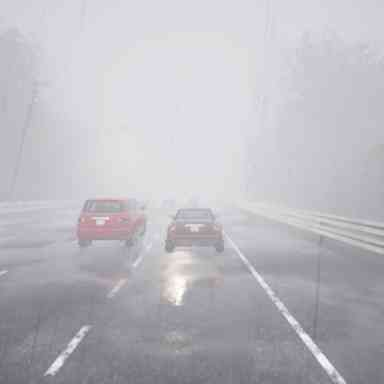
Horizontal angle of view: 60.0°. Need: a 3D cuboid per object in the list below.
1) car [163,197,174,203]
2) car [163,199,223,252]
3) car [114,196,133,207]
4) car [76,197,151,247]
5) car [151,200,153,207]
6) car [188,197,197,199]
[{"bbox_3d":[-3.405,1.498,50.590,1.837,1.490,4.892,0,0,0],"label":"car"},{"bbox_3d":[0.098,1.348,14.019,2.097,1.767,4.553,0,0,0],"label":"car"},{"bbox_3d":[-10.406,1.468,50.762,1.882,1.535,5.008,0,0,0],"label":"car"},{"bbox_3d":[-3.403,1.219,15.044,2.150,2.045,5.566,0,0,0],"label":"car"},{"bbox_3d":[-6.904,1.539,48.977,2.033,1.411,5.357,0,0,0],"label":"car"},{"bbox_3d":[0.099,1.498,50.677,1.837,1.490,4.892,0,0,0],"label":"car"}]
